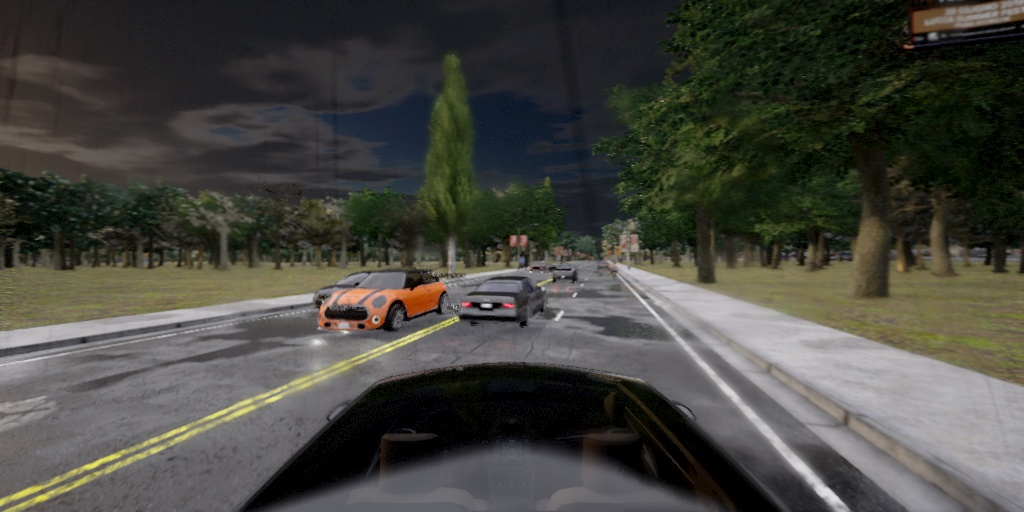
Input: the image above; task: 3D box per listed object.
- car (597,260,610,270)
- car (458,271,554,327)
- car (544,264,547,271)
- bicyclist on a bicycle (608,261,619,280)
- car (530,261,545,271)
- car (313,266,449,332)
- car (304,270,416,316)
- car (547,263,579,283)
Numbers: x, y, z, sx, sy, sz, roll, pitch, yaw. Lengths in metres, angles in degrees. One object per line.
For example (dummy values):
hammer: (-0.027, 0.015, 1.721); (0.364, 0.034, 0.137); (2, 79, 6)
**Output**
car: (16.050, 1.648, 62.862); (2.128, 1.511, 4.902); (0, 0, 14)
car: (-0.057, 1.382, 11.941); (2.033, 1.411, 5.357); (0, 0, 14)
car: (6.250, 1.721, 51.294); (1.895, 1.301, 4.718); (0, 0, 14)
bicyclist on a bicycle: (9.246, 1.382, 32.362); (0.866, 1.612, 1.509); (0, -1, 14)
car: (4.144, 1.525, 56.235); (2.097, 1.767, 4.553); (0, 0, 14)
car: (-3.764, 1.205, 11.350); (2.097, 1.767, 4.553); (0, 0, 14)
car: (-6.132, 1.404, 15.265); (1.837, 1.490, 4.892); (0, 0, 14)
car: (4.622, 1.451, 30.614); (2.128, 1.511, 4.902); (0, 0, 14)
